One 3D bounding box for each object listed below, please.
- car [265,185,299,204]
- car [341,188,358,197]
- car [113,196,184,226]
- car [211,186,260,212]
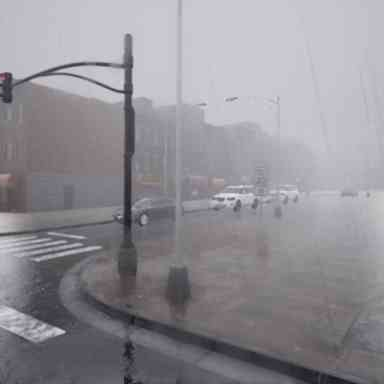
[{"bbox_3d":[10.077,0.219,36.880,2.150,2.045,5.566,0,2,35],"label":"car"},{"bbox_3d":[24.926,0.085,52.585,2.033,1.411,5.357,0,2,35],"label":"car"},{"bbox_3d":[-2.413,1.045,19.440,1.837,1.490,4.892,0,2,36],"label":"car"},{"bbox_3d":[3.799,0.486,28.125,2.150,2.045,5.566,0,2,35],"label":"car"}]
